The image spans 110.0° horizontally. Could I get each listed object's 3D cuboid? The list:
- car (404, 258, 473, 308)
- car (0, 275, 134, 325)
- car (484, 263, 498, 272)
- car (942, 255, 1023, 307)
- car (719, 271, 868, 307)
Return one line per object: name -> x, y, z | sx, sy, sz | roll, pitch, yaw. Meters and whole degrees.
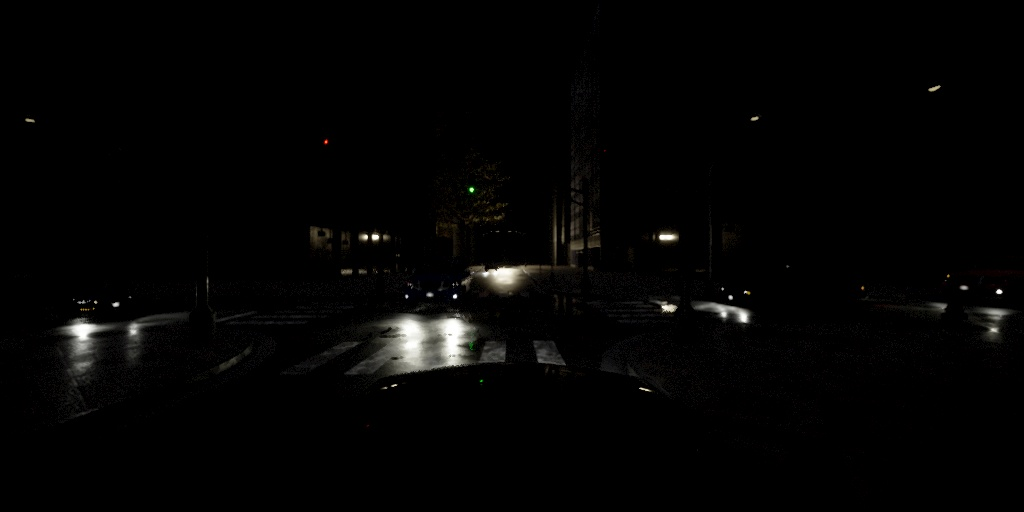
car -> -3.037, 1.089, 15.979 | 2.150, 2.045, 5.566 | 0, 0, 0
car -> -15.475, 1.361, 11.809 | 4.892, 1.490, 1.837 | 0, 0, 0
car -> -3.141, 1.682, 54.021 | 1.895, 1.301, 4.718 | 0, 0, 0
car -> 21.787, 0.976, 15.098 | 5.566, 2.045, 2.150 | 0, 0, 0
car -> 11.741, 1.330, 15.087 | 5.357, 1.411, 2.033 | 0, 0, -4
